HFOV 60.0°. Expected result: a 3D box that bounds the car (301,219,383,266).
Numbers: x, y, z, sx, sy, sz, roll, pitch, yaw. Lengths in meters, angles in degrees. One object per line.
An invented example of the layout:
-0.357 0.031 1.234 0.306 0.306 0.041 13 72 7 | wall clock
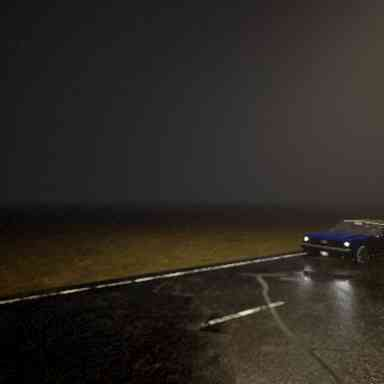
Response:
6.058 1.686 11.982 4.718 1.301 1.895 0 0 -35 | car
